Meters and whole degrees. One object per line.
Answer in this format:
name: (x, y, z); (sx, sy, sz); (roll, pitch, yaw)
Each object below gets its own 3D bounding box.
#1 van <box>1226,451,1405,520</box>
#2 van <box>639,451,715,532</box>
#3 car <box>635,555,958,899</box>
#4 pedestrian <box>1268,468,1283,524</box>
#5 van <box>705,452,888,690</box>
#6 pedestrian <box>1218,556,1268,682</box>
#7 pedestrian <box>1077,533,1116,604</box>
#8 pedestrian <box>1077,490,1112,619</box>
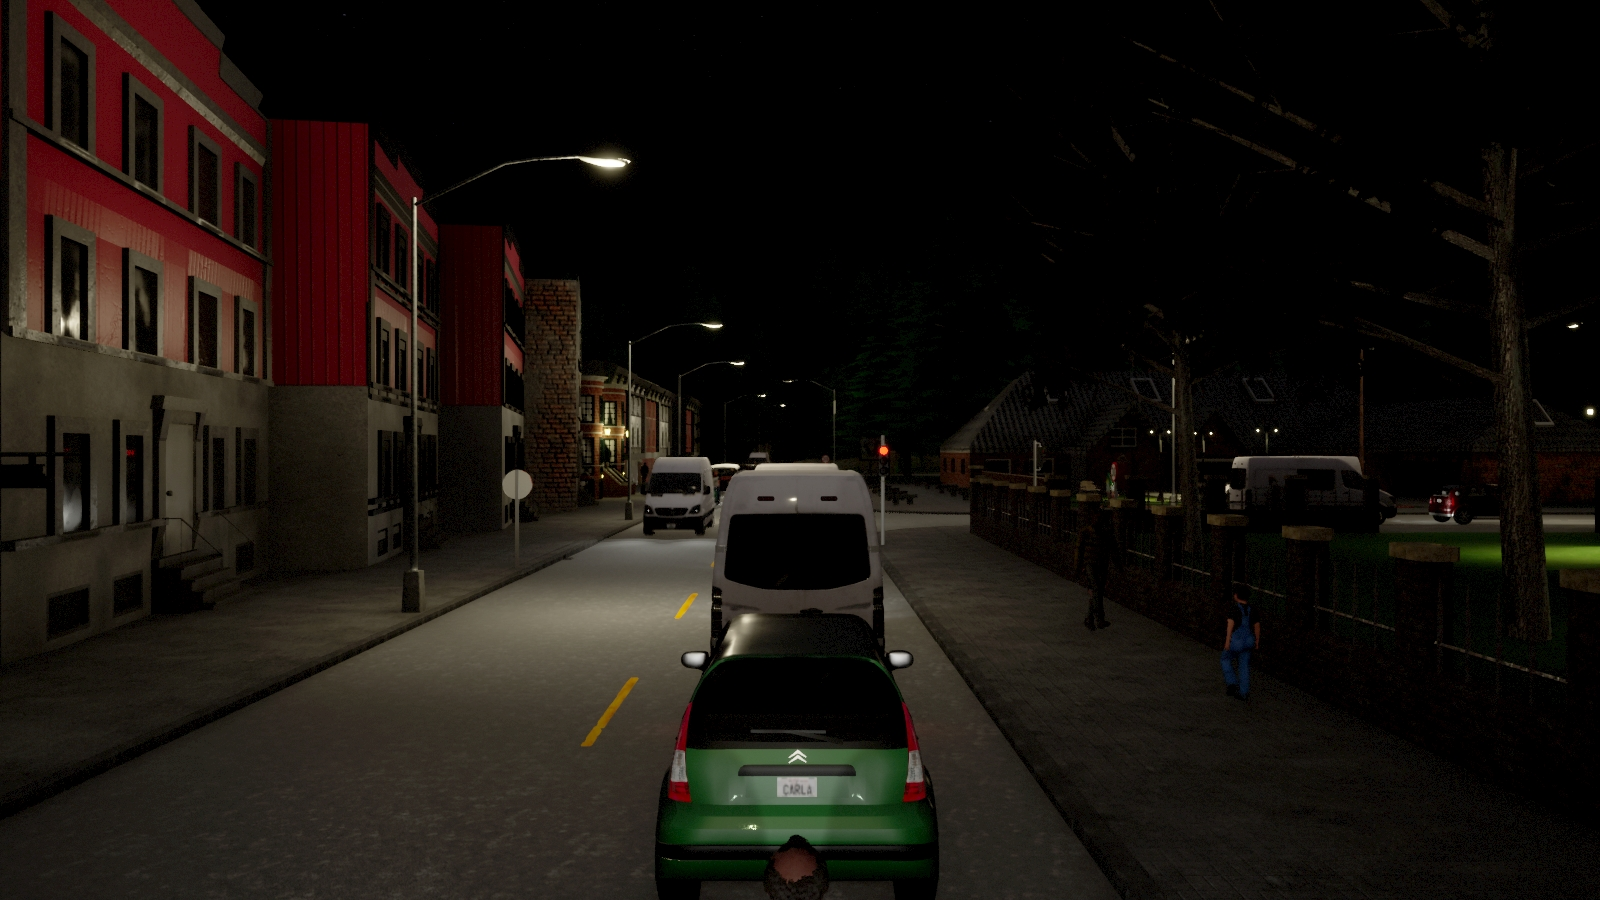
van: (19.552, 1.314, 43.543); (5.915, 2.561, 1.988); (0, 0, 1)
van: (-4.102, 1.314, 39.118); (1.988, 2.561, 5.915); (0, 0, 0)
car: (-0.023, 1.779, 8.527); (1.851, 1.617, 3.988); (0, 0, 0)
pedestrian: (15.903, 1.525, 38.222); (0.375, 1.860, 0.375); (0, 0, 4)
van: (-0.048, 1.314, 15.312); (1.988, 2.561, 5.915); (0, 0, 0)
pedestrian: (4.753, 1.805, 12.263); (0.375, 1.300, 0.375); (0, 0, -3)
pedestrian: (4.774, 1.904, 18.429); (0.500, 1.100, 0.500); (0, 0, 0)
pedestrian: (4.332, 1.525, 16.804); (0.375, 1.860, 0.375); (0, 0, -8)
